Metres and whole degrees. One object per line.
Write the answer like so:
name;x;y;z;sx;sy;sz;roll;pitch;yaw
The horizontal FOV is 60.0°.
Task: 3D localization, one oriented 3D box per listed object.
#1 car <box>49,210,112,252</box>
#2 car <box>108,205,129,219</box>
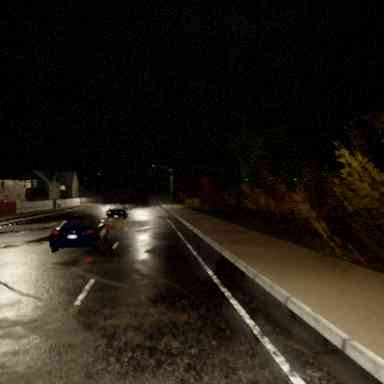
car;-5.044;1.778;15.288;1.994;1.385;4.181;-1;0;-7
car;-7.409;1.993;33.376;1.895;1.301;4.718;-1;0;-7
